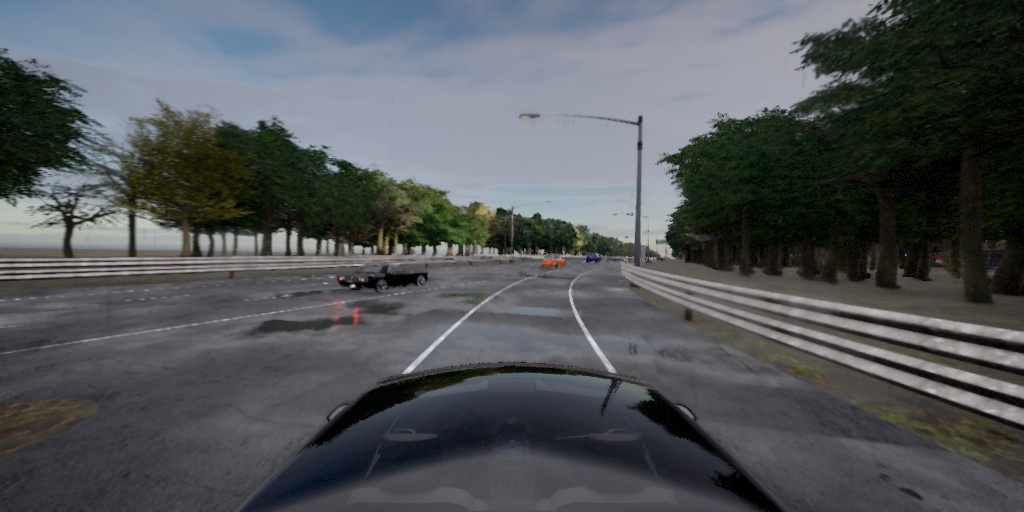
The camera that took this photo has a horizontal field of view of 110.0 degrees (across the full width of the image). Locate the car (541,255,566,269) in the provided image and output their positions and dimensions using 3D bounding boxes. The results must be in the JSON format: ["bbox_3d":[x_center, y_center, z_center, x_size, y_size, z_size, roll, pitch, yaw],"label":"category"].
[{"bbox_3d":[5.261,0.626,44.929,2.097,1.767,4.553,1,1,23],"label":"car"}]

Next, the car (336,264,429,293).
[{"bbox_3d":[-6.318,1.053,18.254,1.895,1.301,4.718,1,1,23],"label":"car"}]
